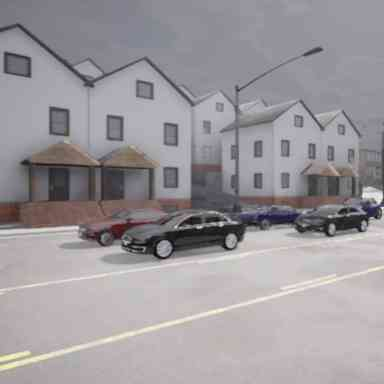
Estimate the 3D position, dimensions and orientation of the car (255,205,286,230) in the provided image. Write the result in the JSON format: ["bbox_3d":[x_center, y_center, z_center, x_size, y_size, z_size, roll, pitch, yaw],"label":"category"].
[{"bbox_3d":[4.855,1.484,20.030,4.718,1.301,1.895,0,0,-34],"label":"car"}]

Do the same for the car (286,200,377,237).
[{"bbox_3d":[7.451,1.398,17.565,4.892,1.490,1.837,0,0,-34],"label":"car"}]

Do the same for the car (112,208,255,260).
[{"bbox_3d":[-0.180,1.437,12.330,4.892,1.490,1.837,0,0,-34],"label":"car"}]

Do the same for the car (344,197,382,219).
[{"bbox_3d":[12.292,1.197,25.127,4.553,1.767,2.097,0,0,-34],"label":"car"}]

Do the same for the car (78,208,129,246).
[{"bbox_3d":[-2.645,1.447,14.886,4.674,1.442,1.812,0,0,-35],"label":"car"}]
